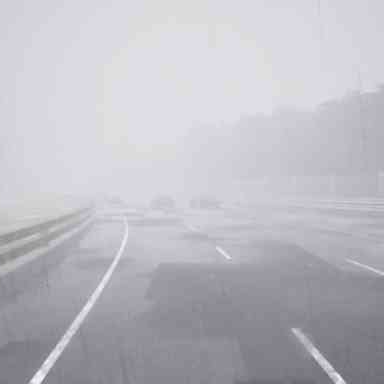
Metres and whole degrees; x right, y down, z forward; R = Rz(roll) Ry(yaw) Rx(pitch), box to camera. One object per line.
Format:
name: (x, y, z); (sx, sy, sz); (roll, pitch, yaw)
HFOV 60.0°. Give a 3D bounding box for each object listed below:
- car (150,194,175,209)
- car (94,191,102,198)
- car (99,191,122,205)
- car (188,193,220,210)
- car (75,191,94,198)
car: (-3.314, 0.995, 36.383); (2.128, 1.511, 4.902); (-1, 1, -20)
car: (-19.843, 0.495, 71.015); (1.837, 1.490, 4.892); (-1, 1, -39)
car: (-10.747, 0.964, 44.827); (1.812, 1.442, 4.674); (-1, 1, -26)
car: (1.164, 0.851, 34.115); (2.097, 1.767, 4.553); (-1, 1, -18)
car: (-22.711, 0.545, 68.944); (1.837, 1.490, 4.892); (-1, 1, -42)
